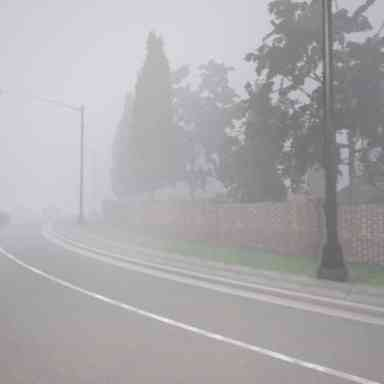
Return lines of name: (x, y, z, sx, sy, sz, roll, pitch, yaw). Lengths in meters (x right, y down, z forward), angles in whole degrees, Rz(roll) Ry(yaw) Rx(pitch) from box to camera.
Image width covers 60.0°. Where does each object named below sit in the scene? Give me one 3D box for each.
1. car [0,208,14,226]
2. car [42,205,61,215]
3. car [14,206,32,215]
car: (-17.141, 2.195, 28.882, 1.994, 1.385, 4.181, 1, -2, -20)
car: (-23.149, 2.921, 54.990, 1.882, 1.535, 5.008, -1, -3, -5)
car: (-26.234, 2.835, 51.049, 1.994, 1.385, 4.181, 0, -2, -7)
